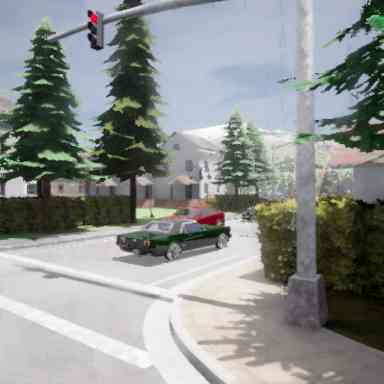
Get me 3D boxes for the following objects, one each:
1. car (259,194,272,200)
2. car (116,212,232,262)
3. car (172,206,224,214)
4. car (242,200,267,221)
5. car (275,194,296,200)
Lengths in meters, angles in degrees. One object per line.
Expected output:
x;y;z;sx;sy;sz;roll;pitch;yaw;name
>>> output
15.656;1.355;78.112;4.605;1.855;1.932;0;0;34;car
-0.436;1.669;12.614;1.895;1.301;4.718;0;0;39;car
0.054;1.570;19.122;1.882;1.535;5.008;0;0;35;car
6.131;1.646;27.777;2.033;1.411;5.357;0;0;35;car
20.257;1.284;70.934;3.866;1.878;1.905;0;0;34;car
